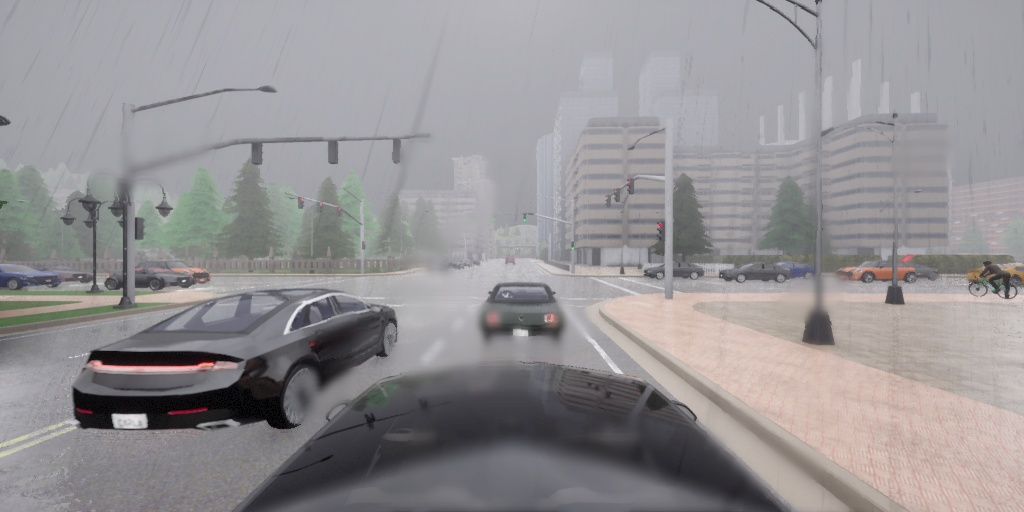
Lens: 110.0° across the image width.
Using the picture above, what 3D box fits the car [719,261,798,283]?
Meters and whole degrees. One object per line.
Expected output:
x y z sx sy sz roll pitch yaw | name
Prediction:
18.485 1.255 27.406 4.892 1.490 1.837 0 0 2 | car

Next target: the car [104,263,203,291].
-21.634 1.314 21.533 4.181 1.385 1.994 0 0 2 | car

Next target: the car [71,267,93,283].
-32.519 1.314 25.411 4.181 1.385 1.994 0 0 2 | car

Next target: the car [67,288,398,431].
-3.323 1.242 5.594 2.128 1.511 4.902 0 0 1 | car

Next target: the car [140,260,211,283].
-23.886 1.102 25.113 4.553 1.767 2.097 0 0 2 | car

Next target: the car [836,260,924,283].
27.417 1.102 27.107 4.553 1.767 2.097 0 0 2 | car

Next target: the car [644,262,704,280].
13.964 1.255 31.057 4.892 1.490 1.837 0 0 2 | car

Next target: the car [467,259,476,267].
-8.150 1.255 64.164 1.837 1.490 4.892 0 0 3 | car

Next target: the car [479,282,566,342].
0.271 1.351 9.796 1.895 1.301 4.718 0 0 1 | car

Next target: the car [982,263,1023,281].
43.478 1.297 30.047 5.357 1.411 2.033 0 0 2 | car

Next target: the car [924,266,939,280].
33.267 1.314 30.415 4.181 1.385 1.994 0 0 1 | car

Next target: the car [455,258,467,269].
-8.525 1.102 54.027 2.097 1.767 4.553 0 0 2 | car

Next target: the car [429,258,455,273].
-8.861 1.241 44.299 2.128 1.511 4.902 0 0 2 | car

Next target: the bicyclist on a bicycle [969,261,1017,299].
21.182 1.051 15.827 0.582 1.620 1.656 0 0 2 | bicyclist on a bicycle

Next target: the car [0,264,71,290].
-30.622 1.228 21.843 5.008 1.535 1.882 0 0 2 | car

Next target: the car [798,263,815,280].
23.311 1.228 30.748 5.008 1.535 1.882 0 0 2 | car

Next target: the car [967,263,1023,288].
32.856 1.227 23.225 5.008 1.535 1.882 0 0 2 | car
